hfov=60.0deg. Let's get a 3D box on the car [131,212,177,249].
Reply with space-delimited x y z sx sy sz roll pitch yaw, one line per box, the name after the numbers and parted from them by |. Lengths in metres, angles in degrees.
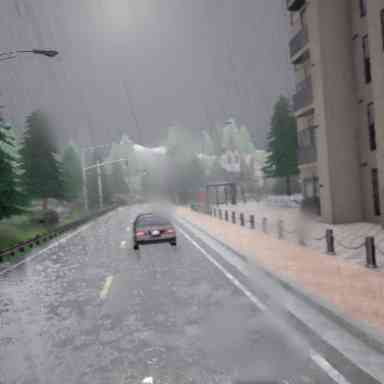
-1.818 1.657 15.406 2.033 1.411 5.357 -4 0 -9 | car
